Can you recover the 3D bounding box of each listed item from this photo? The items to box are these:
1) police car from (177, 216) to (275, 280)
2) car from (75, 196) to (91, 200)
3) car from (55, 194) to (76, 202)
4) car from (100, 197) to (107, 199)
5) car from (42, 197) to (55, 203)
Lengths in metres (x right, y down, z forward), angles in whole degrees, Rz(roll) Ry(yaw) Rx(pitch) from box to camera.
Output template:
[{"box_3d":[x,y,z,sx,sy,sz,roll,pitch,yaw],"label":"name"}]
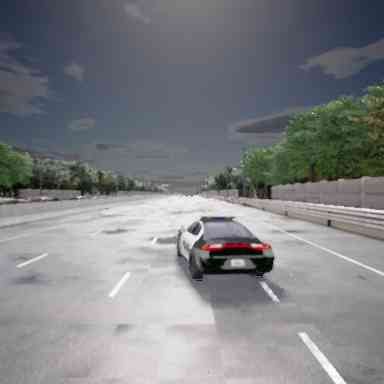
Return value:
[{"box_3d":[0.697,1.521,10.252,2.038,1.542,4.974,1,-1,-10],"label":"police car"},{"box_3d":[-21.017,1.783,65.999,1.895,1.301,4.718,0,0,0],"label":"car"},{"box_3d":[-24.517,1.413,66.000,2.150,2.045,5.566,0,0,0],"label":"car"},{"box_3d":[-17.521,1.744,66.057,1.994,1.385,4.181,0,0,0],"label":"car"},{"box_3d":[-28.017,1.666,66.028,1.882,1.535,5.008,0,0,0],"label":"car"}]
